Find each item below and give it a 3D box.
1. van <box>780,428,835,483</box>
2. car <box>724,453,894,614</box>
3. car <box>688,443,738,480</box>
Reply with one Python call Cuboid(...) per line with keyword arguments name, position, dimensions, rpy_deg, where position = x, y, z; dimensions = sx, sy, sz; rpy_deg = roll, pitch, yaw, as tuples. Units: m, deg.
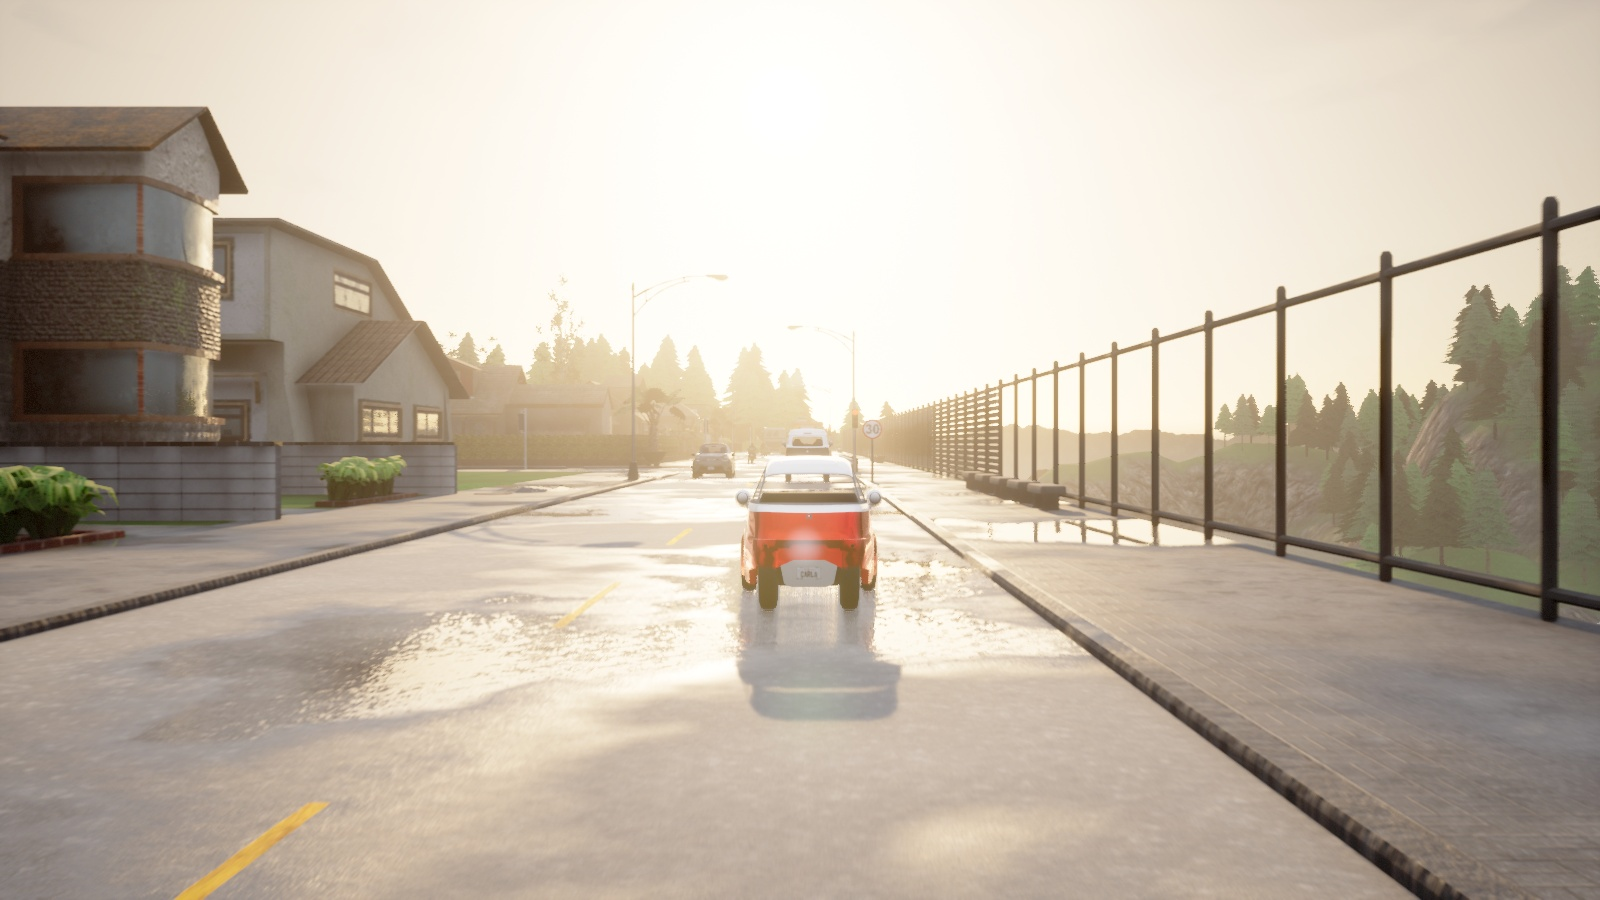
Cuboid(name="van", position=(0.296, 0.193, 49.238), dimensions=(2.069, 2.038, 4.480), rpy_deg=(0, 0, 0))
Cuboid(name="car", position=(0.084, 0.733, 12.079), dimensions=(1.481, 1.376, 2.207), rpy_deg=(0, 1, 0))
Cuboid(name="car", position=(-3.675, 0.456, 53.458), dimensions=(1.845, 1.501, 3.633), rpy_deg=(0, 0, 0))
